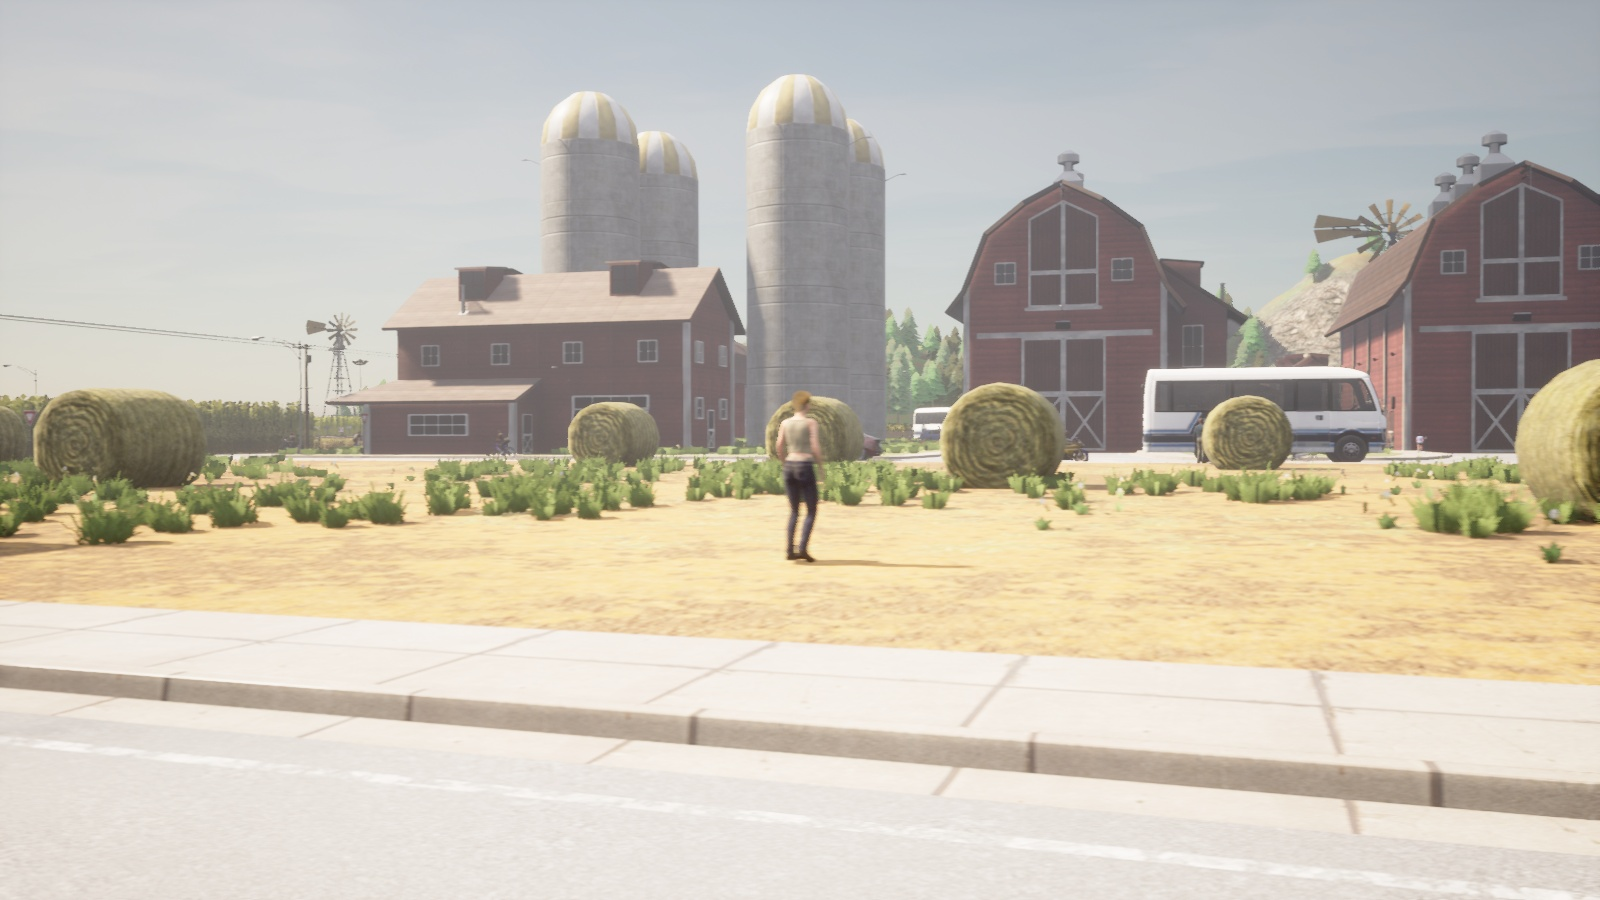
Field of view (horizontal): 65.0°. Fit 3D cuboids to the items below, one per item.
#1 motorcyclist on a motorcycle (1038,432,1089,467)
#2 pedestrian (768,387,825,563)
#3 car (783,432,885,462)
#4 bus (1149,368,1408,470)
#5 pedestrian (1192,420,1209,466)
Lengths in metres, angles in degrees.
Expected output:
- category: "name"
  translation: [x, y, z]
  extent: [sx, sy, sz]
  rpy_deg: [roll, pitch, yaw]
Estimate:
- category: "motorcyclist on a motorcycle"
  translation: [12.101, -0.020, 57.667]
  extent: [2.191, 1.530, 0.866]
  rpy_deg: [1, 1, 15]
- category: "pedestrian"
  translation: [-0.033, 0.260, 13.436]
  extent: [0.345, 1.836, 0.594]
  rpy_deg: [1, 1, 30]
- category: "car"
  translation: [1.756, -0.184, 64.018]
  extent: [4.792, 1.488, 2.163]
  rpy_deg: [0, 1, 15]
- category: "bus"
  translation: [20.776, -1.350, 55.363]
  extent: [10.273, 4.253, 3.944]
  rpy_deg: [0, 1, 15]
- category: "pedestrian"
  translation: [16.123, -0.268, 50.521]
  extent: [0.370, 1.835, 0.726]
  rpy_deg: [1, 1, 44]
